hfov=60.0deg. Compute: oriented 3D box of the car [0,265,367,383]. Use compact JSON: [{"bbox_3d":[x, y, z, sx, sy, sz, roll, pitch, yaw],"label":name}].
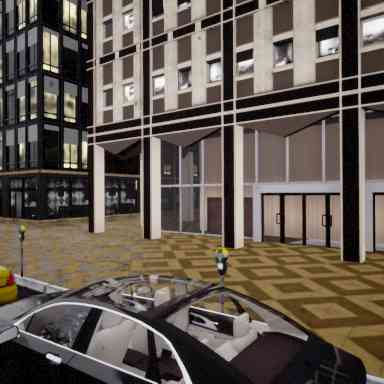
[{"bbox_3d":[-0.650,1.551,3.346,4.403,1.369,2.008,0,0,36],"label":"car"}]
